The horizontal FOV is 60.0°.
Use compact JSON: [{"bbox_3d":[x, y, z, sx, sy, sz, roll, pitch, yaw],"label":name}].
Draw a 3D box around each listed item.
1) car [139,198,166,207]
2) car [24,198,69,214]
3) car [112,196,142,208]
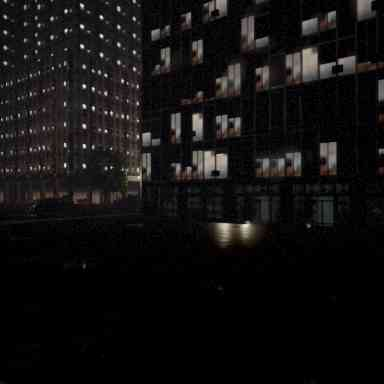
[{"bbox_3d":[-6.531,1.762,55.404,1.947,1.339,4.313,0,0,35],"label":"car"},{"bbox_3d":[-16.112,1.461,36.921,2.097,1.767,4.553,0,0,35],"label":"car"},{"bbox_3d":[-9.763,1.492,50.714,2.192,1.841,5.009,-1,-1,35],"label":"car"}]
